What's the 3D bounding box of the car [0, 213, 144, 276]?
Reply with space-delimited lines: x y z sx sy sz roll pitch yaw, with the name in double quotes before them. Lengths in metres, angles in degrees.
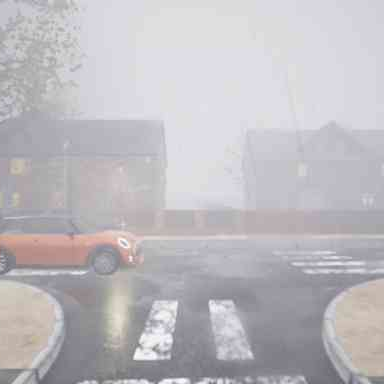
"car" -3.808 1.493 10.279 4.553 1.767 2.097 0 -2 1
